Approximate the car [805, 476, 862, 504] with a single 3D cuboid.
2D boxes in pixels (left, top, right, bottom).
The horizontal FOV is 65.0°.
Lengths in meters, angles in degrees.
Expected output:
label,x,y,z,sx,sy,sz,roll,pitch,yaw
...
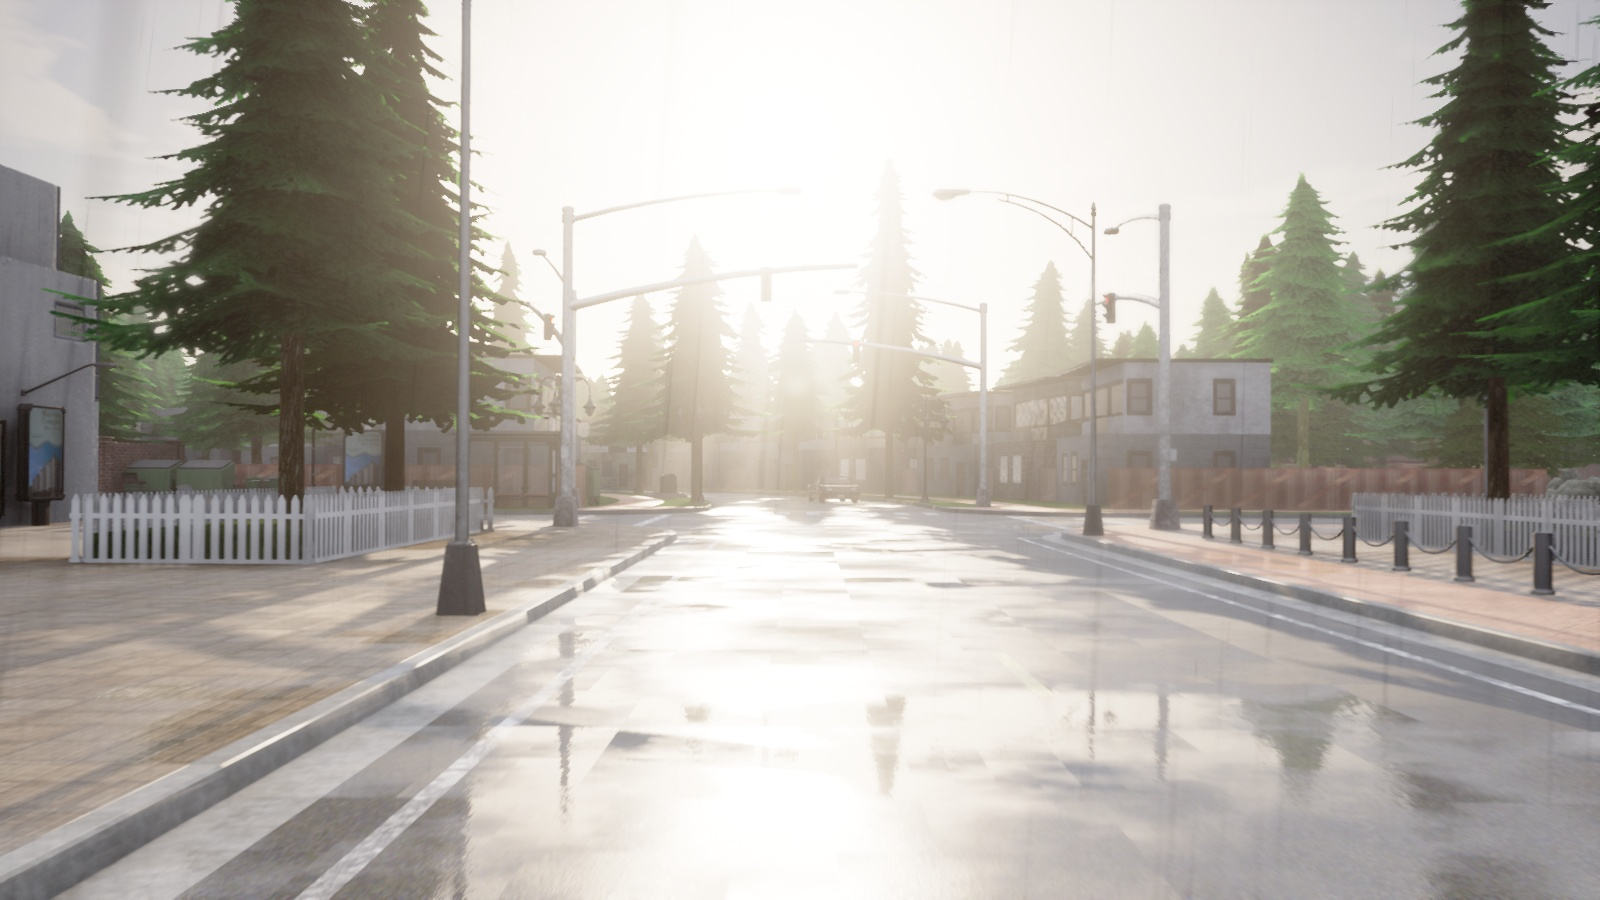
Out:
label,x,y,z,sx,sy,sz,roll,pitch,yaw
car,1.581,1.914,61.345,1.895,1.301,4.718,0,-1,-9
